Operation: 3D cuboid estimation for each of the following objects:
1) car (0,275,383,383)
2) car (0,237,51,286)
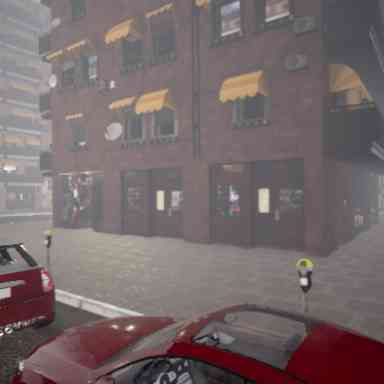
[{"bbox_3d":[0.290,1.583,2.525,4.206,1.307,1.802,0,-1,36],"label":"car"},{"bbox_3d":[-4.227,1.447,5.749,4.097,1.590,1.967,0,-1,36],"label":"car"}]
